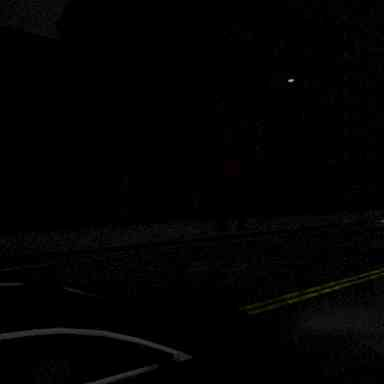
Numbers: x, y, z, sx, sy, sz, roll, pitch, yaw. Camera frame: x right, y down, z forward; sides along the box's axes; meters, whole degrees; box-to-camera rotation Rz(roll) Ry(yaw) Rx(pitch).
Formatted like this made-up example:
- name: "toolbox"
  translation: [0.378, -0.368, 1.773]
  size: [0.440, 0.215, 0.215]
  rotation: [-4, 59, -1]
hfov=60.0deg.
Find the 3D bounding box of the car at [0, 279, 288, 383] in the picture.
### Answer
- name: "car"
  translation: [-1.308, 1.491, 2.506]
  size: [4.902, 1.511, 2.128]
  rotation: [0, 0, -36]
